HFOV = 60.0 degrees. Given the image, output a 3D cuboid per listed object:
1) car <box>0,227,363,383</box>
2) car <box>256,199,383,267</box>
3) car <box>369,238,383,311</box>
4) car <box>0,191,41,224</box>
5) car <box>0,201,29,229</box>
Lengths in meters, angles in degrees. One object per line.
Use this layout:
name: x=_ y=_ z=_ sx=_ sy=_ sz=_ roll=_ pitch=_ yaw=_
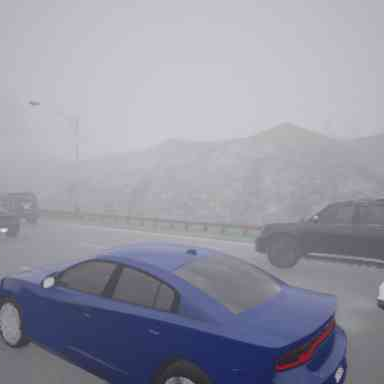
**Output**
car: x=-0.683 y=1.439 z=4.455 sx=5.008 sy=1.535 sz=1.882 roll=1 pitch=1 yaw=35
car: x=4.606 y=1.198 z=9.289 sx=5.566 sy=2.045 sz=2.150 roll=1 pitch=1 yaw=35
car: x=5.246 y=1.619 z=4.538 sx=4.718 sy=1.301 sz=1.895 roll=1 pitch=1 yaw=36
car: x=-11.784 y=0.953 z=20.873 sx=5.566 sy=2.045 sz=2.150 roll=1 pitch=1 yaw=35
car: x=-9.734 y=1.299 z=15.141 sx=4.892 sy=1.490 sz=1.837 roll=1 pitch=1 yaw=35
